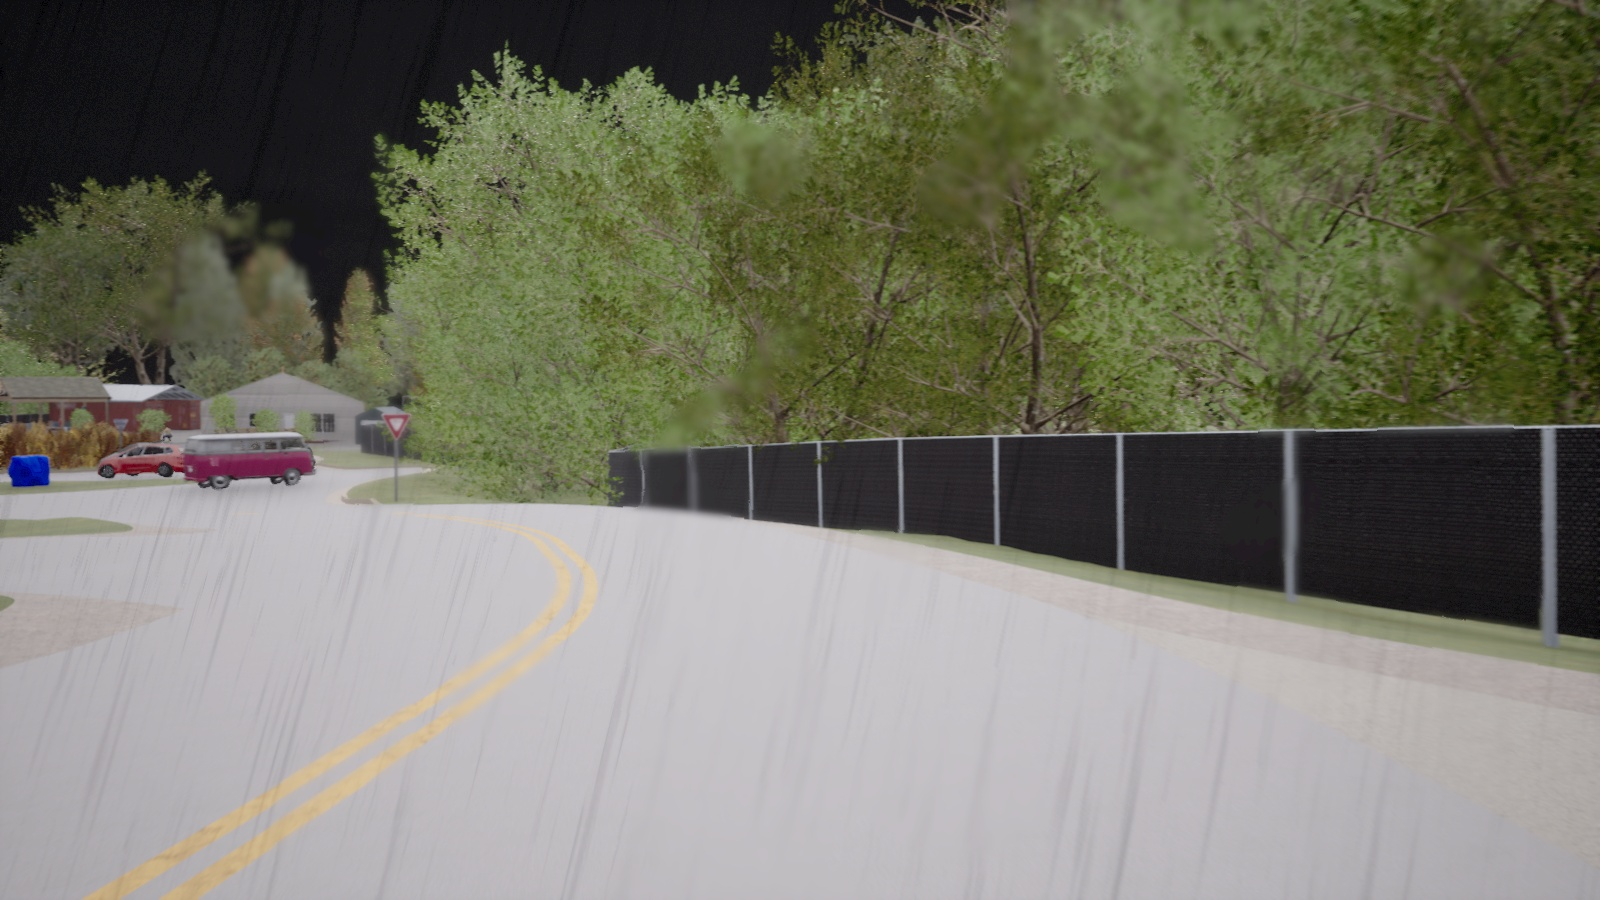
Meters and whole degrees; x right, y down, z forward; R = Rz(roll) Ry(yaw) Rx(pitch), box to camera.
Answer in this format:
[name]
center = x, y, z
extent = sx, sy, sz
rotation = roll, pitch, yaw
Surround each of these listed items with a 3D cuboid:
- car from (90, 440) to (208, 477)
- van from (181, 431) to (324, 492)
[car]
center = -31.913, 0.414, 61.613
extent = 4.611, 1.667, 2.242
rotation = -1, 2, 4
[van]
center = -20.069, 0.360, 46.137
extent = 4.442, 1.987, 1.775
rotation = -3, 4, -43
